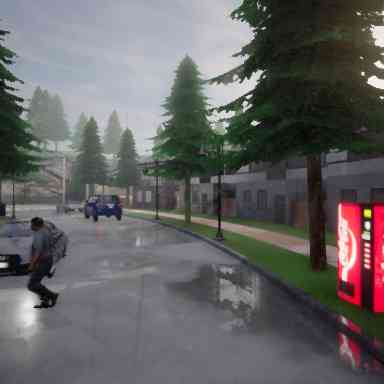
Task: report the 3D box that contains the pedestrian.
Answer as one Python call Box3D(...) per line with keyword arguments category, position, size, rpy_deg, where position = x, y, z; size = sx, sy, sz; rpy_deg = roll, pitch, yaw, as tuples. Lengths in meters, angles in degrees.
Box3D(category="pedestrian", position=(-2.851, 1.294, 6.297), size=(0.375, 1.860, 0.375), rpy_deg=(0, 0, -7))

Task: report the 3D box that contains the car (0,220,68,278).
Box3D(category="car", position=(-4.959, 1.563, 9.911), size=(1.994, 1.385, 4.181), rpy_deg=(0, 0, -12))

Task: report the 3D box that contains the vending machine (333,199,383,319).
Box3D(category="vending machine", position=(3.461, 1.195, 6.374), size=(1.100, 2.100, 0.880), rpy_deg=(0, 0, -7))

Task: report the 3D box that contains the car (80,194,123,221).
Box3D(category="car", position=(-7.408, 1.220, 27.481), size=(2.150, 2.045, 5.566), rpy_deg=(0, 0, -28))

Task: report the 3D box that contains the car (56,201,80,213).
Box3D(category="car", position=(-13.632, 1.601, 37.135), size=(1.895, 1.301, 4.718), rpy_deg=(0, 0, -37))
